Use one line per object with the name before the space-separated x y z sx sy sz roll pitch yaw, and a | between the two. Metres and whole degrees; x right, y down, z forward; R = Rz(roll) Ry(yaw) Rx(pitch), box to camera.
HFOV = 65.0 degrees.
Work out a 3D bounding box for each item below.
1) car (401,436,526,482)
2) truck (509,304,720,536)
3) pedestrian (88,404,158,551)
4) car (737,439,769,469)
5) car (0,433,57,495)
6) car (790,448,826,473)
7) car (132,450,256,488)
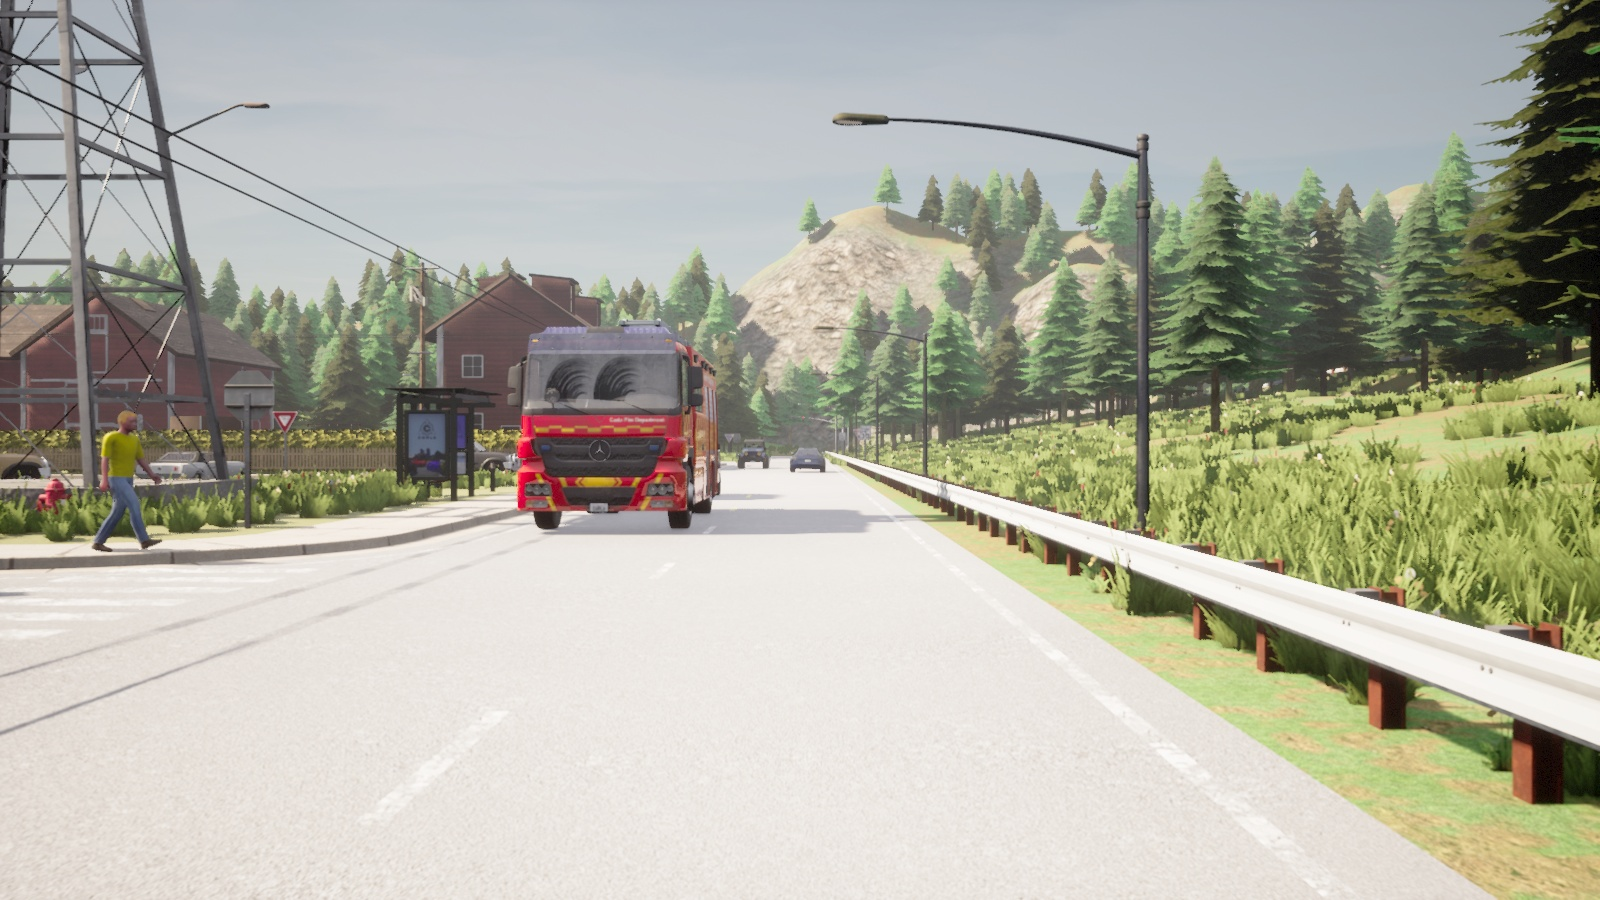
car | -13.767 0.375 51.492 4.605 1.855 1.932 0 0 0
truck | -3.335 -0.506 24.935 2.891 3.827 8.468 0 0 0
pedestrian | -8.544 0.341 15.859 0.706 1.836 0.354 0 0 6
car | -3.000 0.261 81.240 1.905 1.878 3.866 0 0 0
car | -25.092 0.413 37.660 4.605 1.855 1.932 0 0 -39
car | 0.441 0.566 71.094 1.994 1.385 4.181 0 0 0
car | -22.233 0.670 46.290 1.895 1.301 4.718 0 0 6
